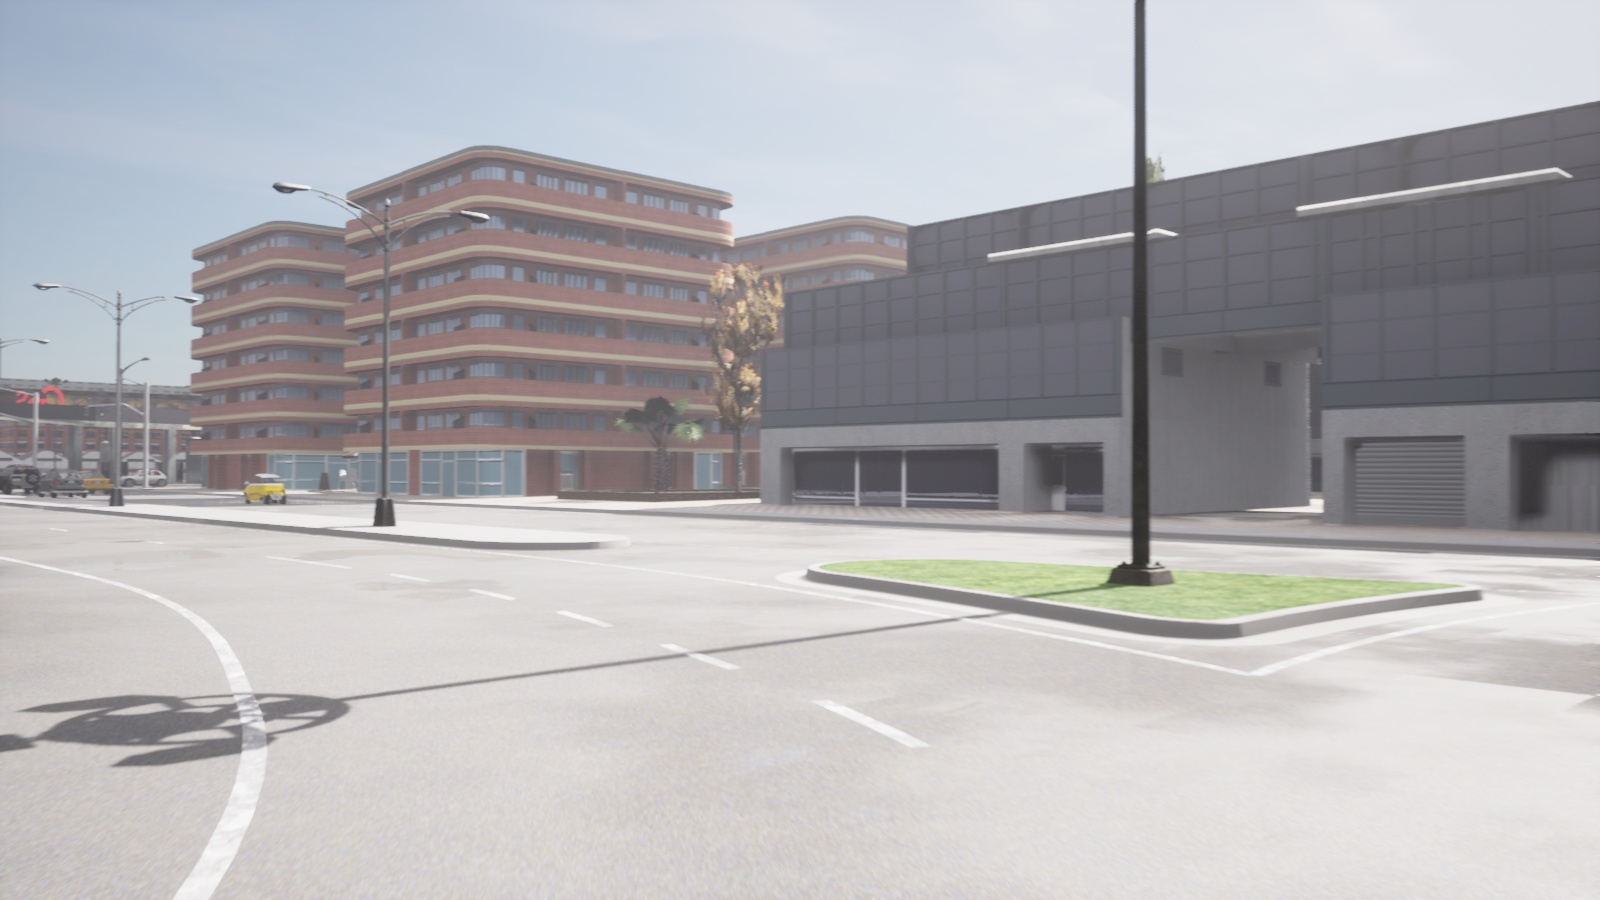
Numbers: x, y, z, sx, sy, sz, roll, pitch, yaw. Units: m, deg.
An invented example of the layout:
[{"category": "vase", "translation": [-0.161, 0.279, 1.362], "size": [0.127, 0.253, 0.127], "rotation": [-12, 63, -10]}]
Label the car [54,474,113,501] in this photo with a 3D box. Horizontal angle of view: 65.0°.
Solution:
[{"category": "car", "translation": [-43.534, 2.246, 76.276], "size": [1.801, 1.575, 5.366], "rotation": [1, -1, -44]}]

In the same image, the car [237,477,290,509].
[{"category": "car", "translation": [-24.032, 1.930, 56.269], "size": [1.481, 1.376, 2.207], "rotation": [1, -1, -44]}]

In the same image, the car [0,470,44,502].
[{"category": "car", "translation": [-46.367, 2.101, 74.168], "size": [1.932, 1.855, 4.605], "rotation": [1, -1, -44]}]

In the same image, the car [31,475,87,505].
[{"category": "car", "translation": [-39.796, 2.114, 67.427], "size": [1.789, 1.549, 3.705], "rotation": [1, -2, -44]}]
